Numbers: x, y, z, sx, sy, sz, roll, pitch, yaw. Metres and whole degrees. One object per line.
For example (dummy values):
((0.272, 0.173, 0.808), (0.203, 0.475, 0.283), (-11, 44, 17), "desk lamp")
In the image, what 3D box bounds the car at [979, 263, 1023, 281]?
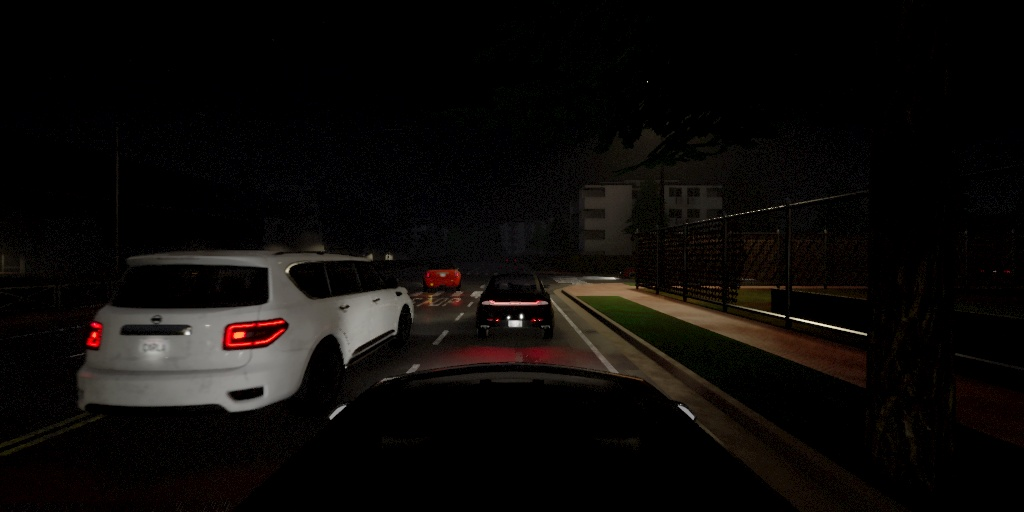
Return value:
((40.889, 1.273, 29.407), (5.357, 1.411, 2.033), (0, 0, -19), "car")

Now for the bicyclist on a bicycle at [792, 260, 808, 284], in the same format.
((18.301, 1.037, 22.965), (0.582, 1.620, 1.656), (0, 0, 0), "bicyclist on a bicycle")

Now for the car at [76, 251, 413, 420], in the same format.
((-3.394, 0.968, 6.091), (2.150, 2.045, 5.566), (0, 0, 0), "car")

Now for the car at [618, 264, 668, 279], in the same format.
((11.660, 1.297, 31.916), (4.181, 1.385, 1.994), (0, 0, 0), "car")

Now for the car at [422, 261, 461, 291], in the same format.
((-4.404, 1.101, 22.150), (2.097, 1.767, 4.553), (0, 0, -14), "car")

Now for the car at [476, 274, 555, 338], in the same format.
((0.088, 1.242, 10.132), (2.128, 1.511, 4.902), (0, 0, 0), "car")

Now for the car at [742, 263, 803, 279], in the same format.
((23.183, 1.238, 31.950), (4.892, 1.490, 1.837), (0, 0, 0), "car")
